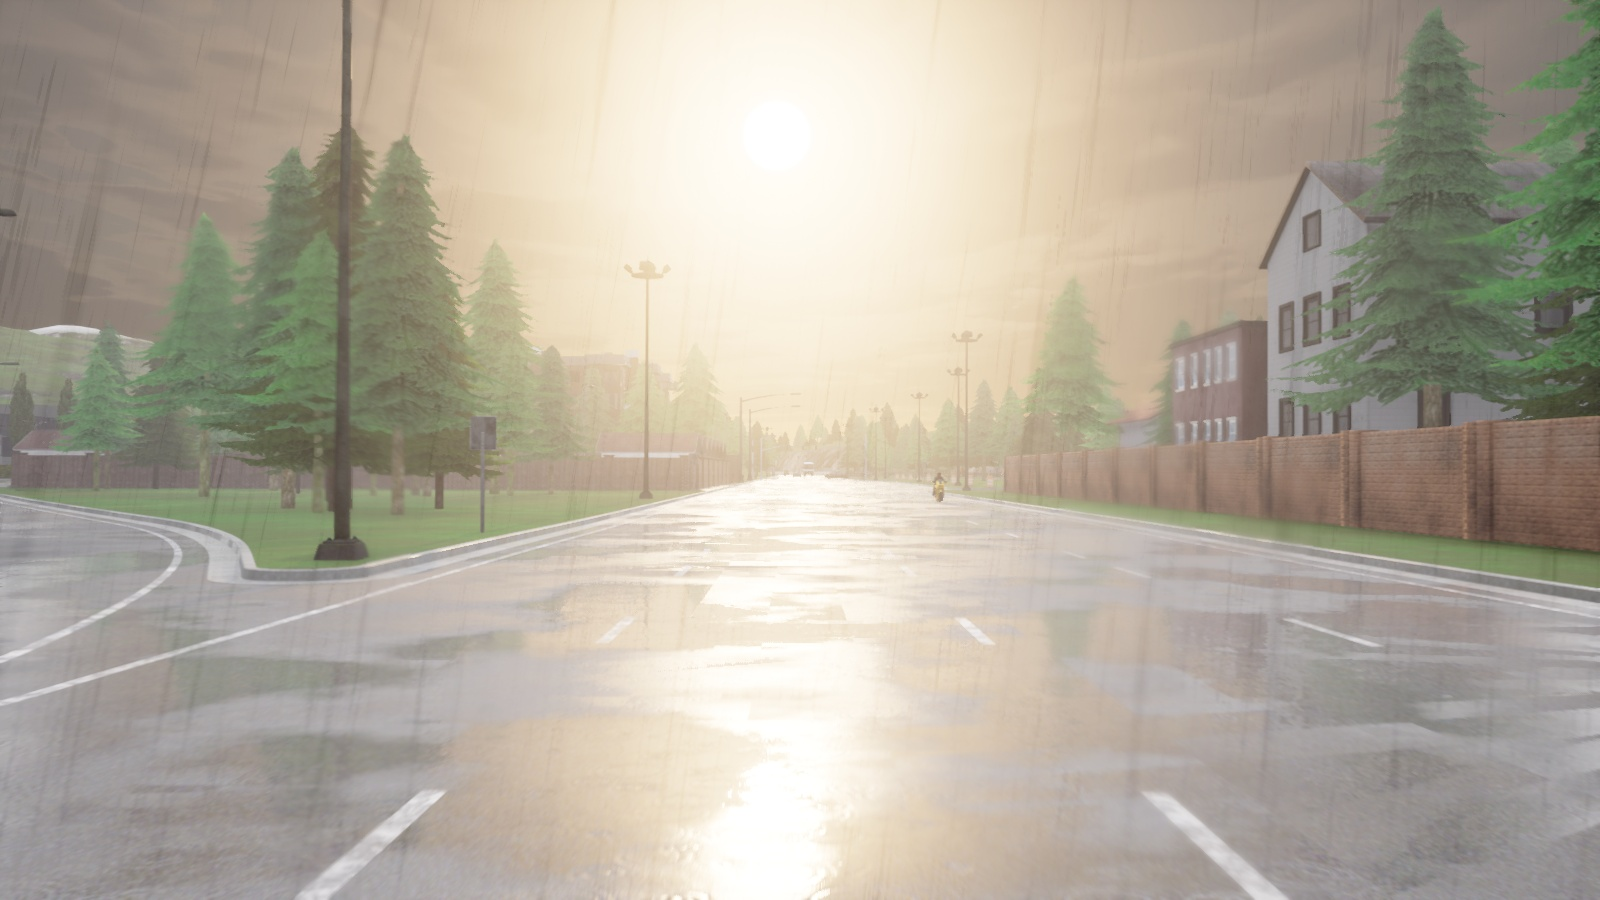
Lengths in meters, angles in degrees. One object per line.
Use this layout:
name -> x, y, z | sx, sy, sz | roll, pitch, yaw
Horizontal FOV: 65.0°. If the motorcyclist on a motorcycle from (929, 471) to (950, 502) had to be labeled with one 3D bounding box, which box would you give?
motorcyclist on a motorcycle -> 7.002, 1.823, 62.964 | 0.797, 1.523, 2.044 | 0, -1, 0
